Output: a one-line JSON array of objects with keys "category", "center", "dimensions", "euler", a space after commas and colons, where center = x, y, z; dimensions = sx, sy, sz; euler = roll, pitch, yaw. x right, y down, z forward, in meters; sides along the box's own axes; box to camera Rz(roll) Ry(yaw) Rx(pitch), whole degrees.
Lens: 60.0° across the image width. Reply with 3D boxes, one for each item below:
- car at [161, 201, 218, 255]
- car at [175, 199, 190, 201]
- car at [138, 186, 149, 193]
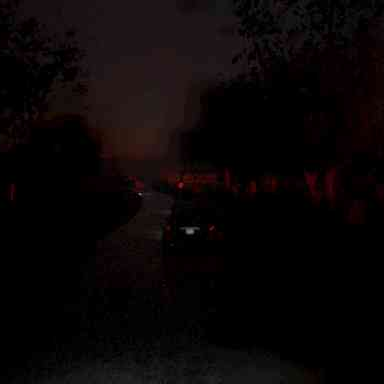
[{"category": "car", "center": [-0.114, 1.455, 14.094], "dimensions": [2.097, 1.767, 4.553], "euler": [1, 0, -1]}, {"category": "car", "center": [-0.868, 1.376, 29.507], "dimensions": [1.882, 1.535, 5.008], "euler": [1, 2, -4]}, {"category": "car", "center": [-10.336, -0.498, 70.791], "dimensions": [1.895, 1.301, 4.718], "euler": [1, 2, -14]}]
